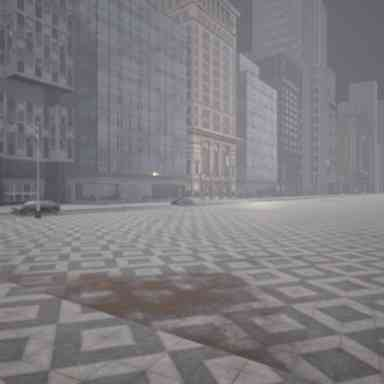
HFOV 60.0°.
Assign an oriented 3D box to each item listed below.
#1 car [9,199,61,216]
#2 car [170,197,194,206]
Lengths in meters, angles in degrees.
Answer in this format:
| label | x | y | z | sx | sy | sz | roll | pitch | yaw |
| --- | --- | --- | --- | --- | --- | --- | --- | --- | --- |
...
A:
| label | x | y | z | sx | sy | sz | roll | pitch | yaw |
| --- | --- | --- | --- | --- | --- | --- | --- | --- | --- |
| car | -15.037 | 1.452 | 32.098 | 1.812 | 1.442 | 4.674 | 0 | 0 | 35 |
| car | -1.445 | 1.455 | 51.101 | 1.994 | 1.385 | 4.181 | 0 | 0 | 36 |
